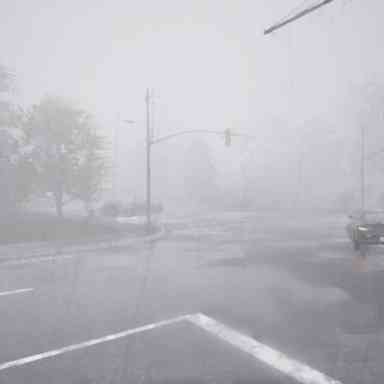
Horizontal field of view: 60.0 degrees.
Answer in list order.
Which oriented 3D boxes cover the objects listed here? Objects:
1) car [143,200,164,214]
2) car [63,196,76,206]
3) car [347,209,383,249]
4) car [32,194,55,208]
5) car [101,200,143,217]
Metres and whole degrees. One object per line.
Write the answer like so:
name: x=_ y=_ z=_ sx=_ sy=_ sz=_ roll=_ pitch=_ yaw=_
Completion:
car: x=-4.707 y=1.457 z=33.072 sx=1.895 sy=1.301 sz=4.718 roll=-1 pitch=0 yaw=-38
car: x=-19.686 y=1.447 z=51.794 sx=1.837 sy=1.490 sz=4.892 roll=-1 pitch=0 yaw=-38
car: x=7.388 y=1.398 z=13.379 sx=1.812 sy=1.442 sz=4.674 roll=0 pitch=1 yaw=22
car: x=-22.032 y=1.200 z=49.116 sx=2.150 sy=2.045 sz=5.566 roll=-1 pitch=0 yaw=-38
car: x=-6.572 y=1.459 z=29.770 sx=1.994 sy=1.385 sz=4.181 roll=-1 pitch=0 yaw=-38
